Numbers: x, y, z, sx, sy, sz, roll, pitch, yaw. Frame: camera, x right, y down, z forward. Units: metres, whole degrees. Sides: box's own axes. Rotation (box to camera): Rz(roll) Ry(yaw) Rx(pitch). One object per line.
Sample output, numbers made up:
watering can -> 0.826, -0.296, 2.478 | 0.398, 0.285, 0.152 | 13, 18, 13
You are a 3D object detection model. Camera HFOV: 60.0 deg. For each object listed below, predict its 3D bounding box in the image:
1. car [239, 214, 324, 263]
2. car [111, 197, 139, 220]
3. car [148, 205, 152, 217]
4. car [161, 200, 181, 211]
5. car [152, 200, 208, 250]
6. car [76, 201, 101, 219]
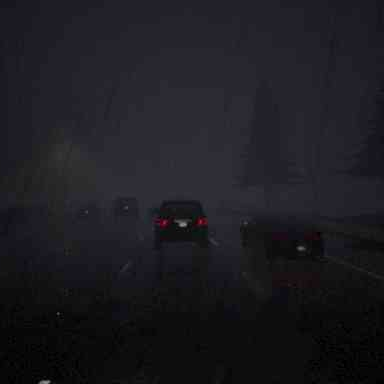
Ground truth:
car -> 3.110, 1.566, 12.506 | 1.882, 1.535, 5.008 | 0, 0, -4
car -> -6.323, 1.525, 31.896 | 2.150, 2.045, 5.566 | 0, -1, -12
car -> -3.542, 1.916, 35.145 | 1.895, 1.301, 4.718 | 0, 0, -12
car -> -3.121, 1.927, 48.076 | 1.837, 1.490, 4.892 | 1, 0, -17
car -> -0.601, 1.355, 15.354 | 2.150, 2.045, 5.566 | 0, 0, -5
car -> -10.394, 1.903, 33.430 | 1.994, 1.385, 4.181 | 0, -1, -12
